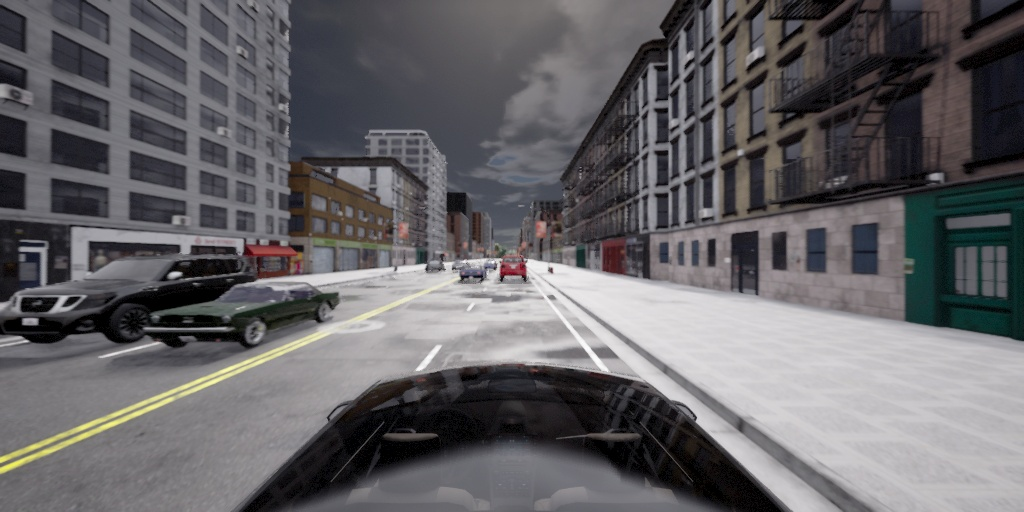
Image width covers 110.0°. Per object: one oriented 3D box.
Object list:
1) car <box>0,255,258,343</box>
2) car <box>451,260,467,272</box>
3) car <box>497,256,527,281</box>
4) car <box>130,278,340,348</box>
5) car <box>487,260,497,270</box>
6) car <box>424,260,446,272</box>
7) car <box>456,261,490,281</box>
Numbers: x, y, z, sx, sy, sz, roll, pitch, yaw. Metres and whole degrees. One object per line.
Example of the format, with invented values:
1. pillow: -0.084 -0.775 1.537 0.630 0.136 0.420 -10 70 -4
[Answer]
1. car: -9.746 0.977 10.020 2.150 2.045 5.566 0 0 0
2. car: -6.564 1.264 46.195 2.128 1.511 4.902 0 0 0
3. car: 0.110 0.985 30.518 2.150 2.045 5.566 0 0 0
4. car: -6.496 1.356 9.396 1.895 1.301 4.718 0 0 0
5. car: -3.131 1.322 52.409 2.033 1.411 5.357 0 0 0
6. car: -9.812 1.298 45.910 1.812 1.442 4.674 0 0 0
7. car: -3.139 1.365 29.903 1.895 1.301 4.718 0 0 0
